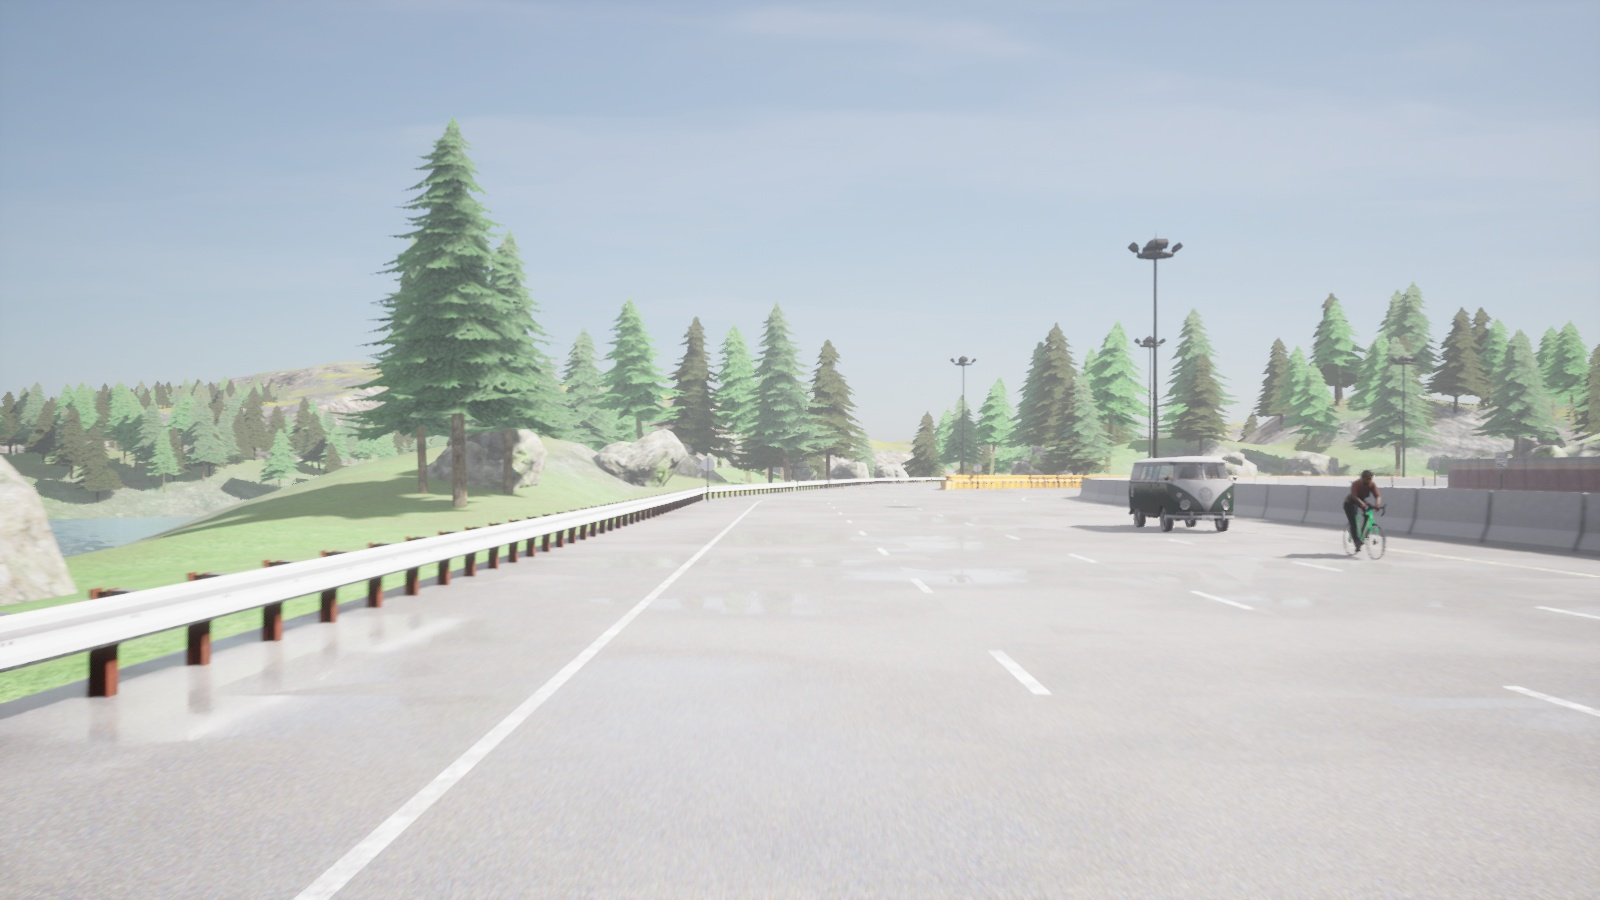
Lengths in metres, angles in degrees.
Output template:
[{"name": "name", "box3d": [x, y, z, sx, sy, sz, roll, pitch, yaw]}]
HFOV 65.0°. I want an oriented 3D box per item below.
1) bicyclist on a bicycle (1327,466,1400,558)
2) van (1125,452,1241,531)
[{"name": "bicyclist on a bicycle", "box3d": [10.388, 1.113, 23.206, 0.582, 1.620, 1.656, 0, -1, 0]}, {"name": "van", "box3d": [10.326, 1.098, 34.190, 1.775, 1.987, 4.442, 0, -1, 0]}]
